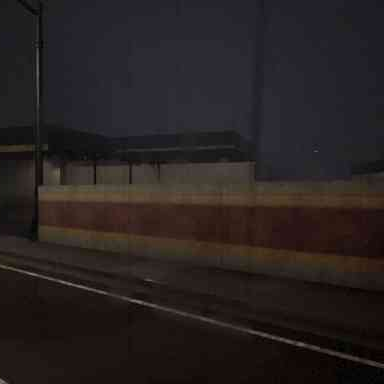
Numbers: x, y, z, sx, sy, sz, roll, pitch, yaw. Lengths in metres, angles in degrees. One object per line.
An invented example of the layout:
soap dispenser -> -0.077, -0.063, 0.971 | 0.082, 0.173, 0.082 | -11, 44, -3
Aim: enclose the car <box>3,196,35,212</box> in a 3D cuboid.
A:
car -> -18.622, 1.295, 37.483 | 2.242, 1.667, 4.611 | 0, 0, 36
